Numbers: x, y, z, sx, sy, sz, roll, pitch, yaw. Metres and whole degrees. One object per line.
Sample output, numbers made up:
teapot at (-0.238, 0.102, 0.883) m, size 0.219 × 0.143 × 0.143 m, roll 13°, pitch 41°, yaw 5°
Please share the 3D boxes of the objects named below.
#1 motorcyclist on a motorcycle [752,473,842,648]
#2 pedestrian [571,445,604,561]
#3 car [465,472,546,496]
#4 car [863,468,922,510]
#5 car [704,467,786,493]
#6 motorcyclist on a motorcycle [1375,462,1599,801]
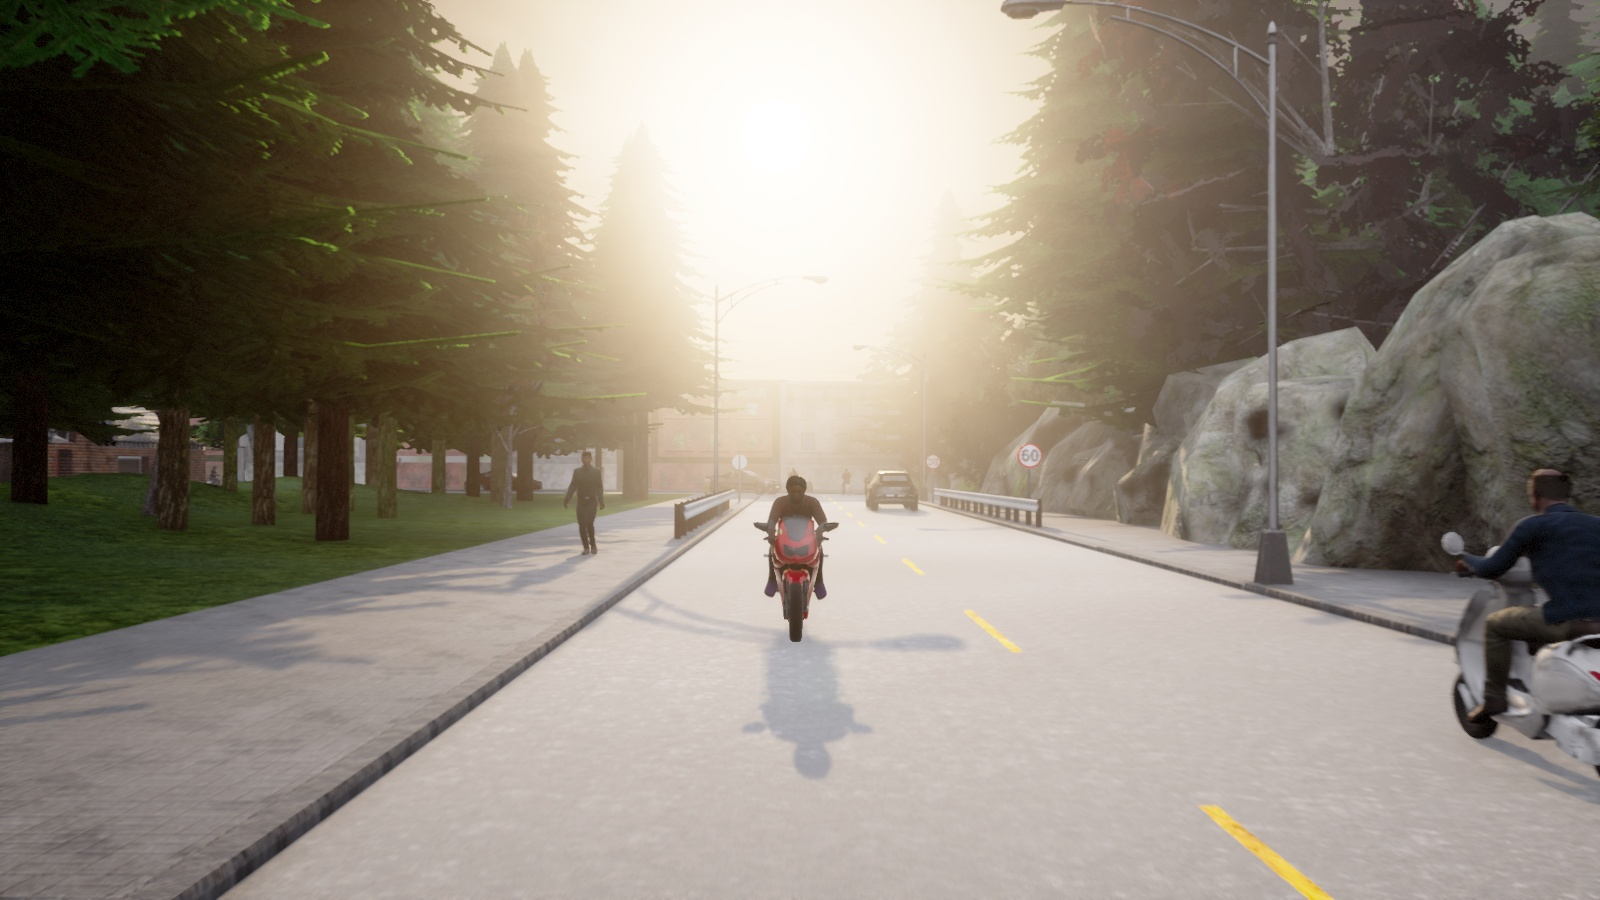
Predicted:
motorcyclist on a motorcycle at (-0.029, 1.000, 12.182) m, size 0.797 × 1.523 × 2.044 m, roll 0°, pitch 0°, yaw 0°
pedestrian at (-3.639, 0.900, 21.567) m, size 0.423 × 1.949 × 0.788 m, roll 0°, pitch -1°, yaw 1°
car at (-19.760, 2.284, 84.385) m, size 5.008 × 1.535 × 1.882 m, roll 0°, pitch -1°, yaw 0°
car at (3.789, 1.603, 52.199) m, size 2.033 × 1.649 × 4.856 m, roll 0°, pitch -1°, yaw 0°
car at (-3.639, 1.994, 82.739) m, size 5.027 × 1.651 × 2.152 m, roll -1°, pitch -1°, yaw 27°
motorcyclist on a motorcycle at (3.984, 0.866, 6.822) m, size 0.866 × 1.590 × 1.817 m, roll 0°, pitch -1°, yaw 0°
